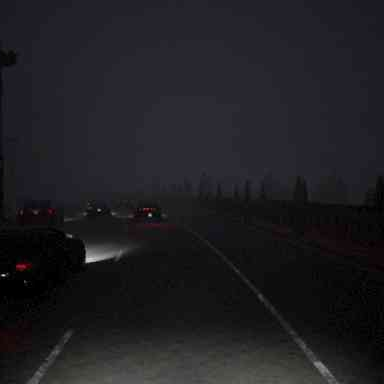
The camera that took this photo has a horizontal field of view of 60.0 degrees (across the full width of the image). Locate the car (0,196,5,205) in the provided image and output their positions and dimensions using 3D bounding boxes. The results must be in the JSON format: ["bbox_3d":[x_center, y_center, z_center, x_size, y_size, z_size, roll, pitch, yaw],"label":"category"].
[{"bbox_3d":[-25.568,1.284,43.225,2.128,1.511,4.902,0,1,-29],"label":"car"}]

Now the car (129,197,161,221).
[{"bbox_3d":[-3.529,1.357,25.604,1.837,1.490,4.892,0,0,-14],"label":"car"}]

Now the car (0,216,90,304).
[{"bbox_3d":[-3.996,1.523,8.105,1.994,1.385,4.181,0,0,-4],"label":"car"}]

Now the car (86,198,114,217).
[{"bbox_3d":[-7.989,1.408,28.553,1.994,1.385,4.181,0,0,-16],"label":"car"}]

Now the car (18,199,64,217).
[{"bbox_3d":[-9.834,1.240,21.976,2.097,1.767,4.553,0,0,-13],"label":"car"}]

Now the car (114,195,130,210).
[{"bbox_3d":[-8.456,1.127,40.147,2.097,1.767,4.553,0,0,-22],"label":"car"}]
